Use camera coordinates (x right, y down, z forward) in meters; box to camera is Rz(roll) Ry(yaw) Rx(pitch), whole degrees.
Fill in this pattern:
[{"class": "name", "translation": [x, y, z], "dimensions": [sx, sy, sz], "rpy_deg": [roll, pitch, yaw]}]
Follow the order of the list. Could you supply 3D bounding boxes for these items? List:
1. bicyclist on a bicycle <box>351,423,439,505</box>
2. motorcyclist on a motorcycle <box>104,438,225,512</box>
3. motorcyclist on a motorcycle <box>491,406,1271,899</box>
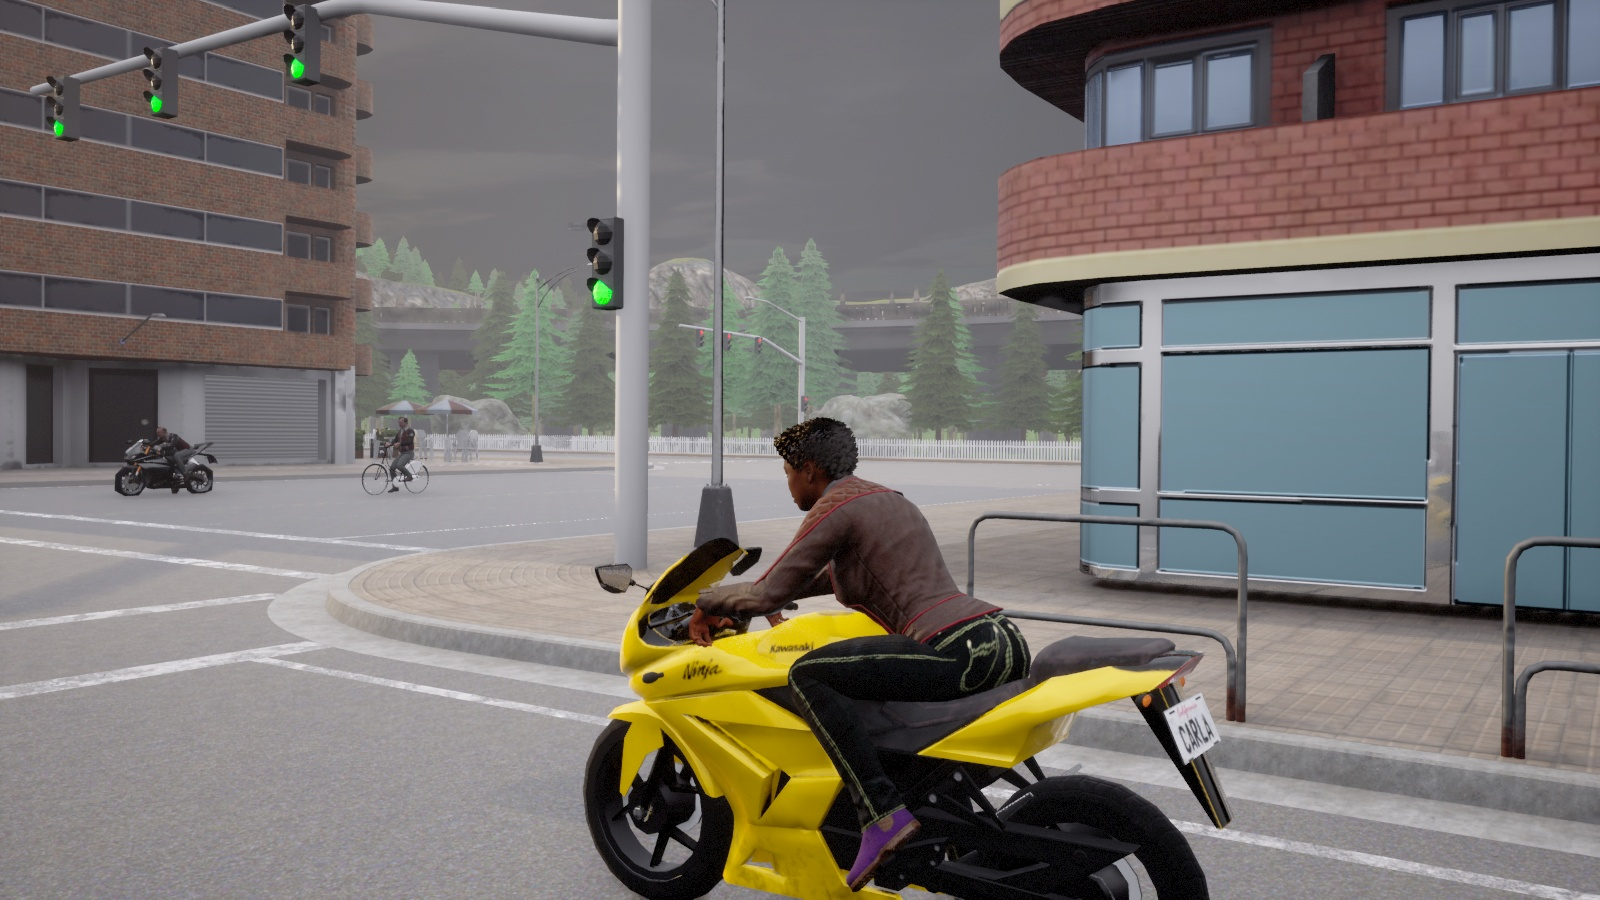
[{"class": "bicyclist on a bicycle", "translation": [-9.107, 0.298, 28.300], "dimensions": [0.659, 1.776, 1.843], "rpy_deg": [0, 1, 34]}, {"class": "motorcyclist on a motorcycle", "translation": [-13.873, 0.517, 27.482], "dimensions": [0.866, 1.530, 2.191], "rpy_deg": [0, 1, 34]}, {"class": "motorcyclist on a motorcycle", "translation": [0.158, 0.664, 3.519], "dimensions": [2.044, 1.523, 0.797], "rpy_deg": [0, 1, 34]}]
